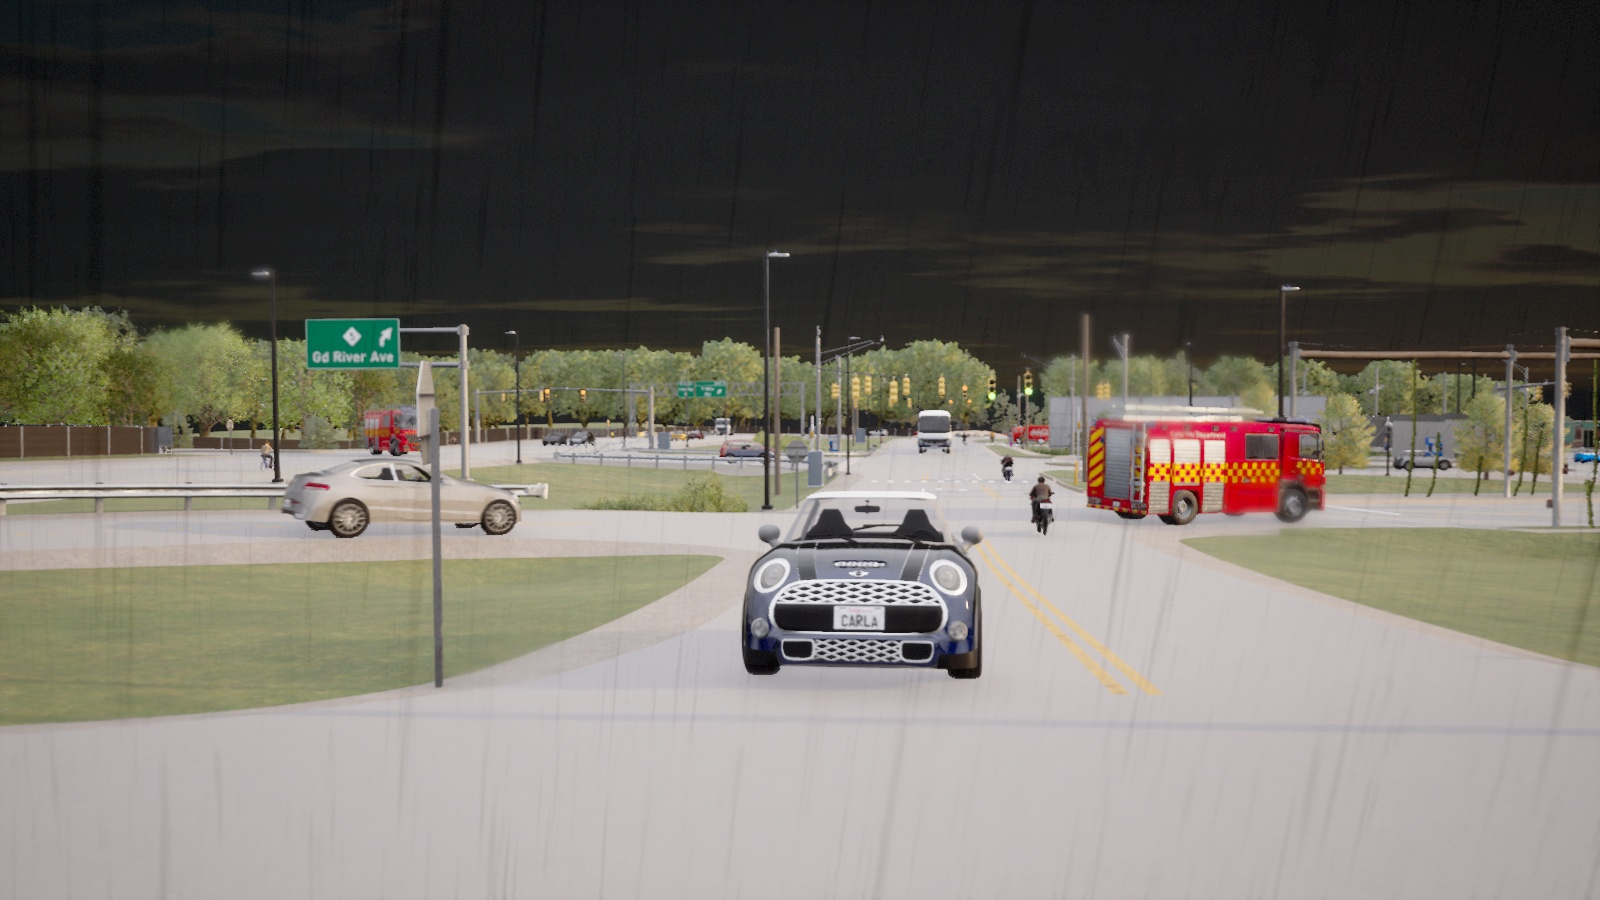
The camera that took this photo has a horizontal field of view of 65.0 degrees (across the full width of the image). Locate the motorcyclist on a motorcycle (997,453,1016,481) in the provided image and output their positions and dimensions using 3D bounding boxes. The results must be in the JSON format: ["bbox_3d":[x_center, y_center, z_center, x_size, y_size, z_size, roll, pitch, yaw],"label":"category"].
[{"bbox_3d":[11.585,0.940,70.498,0.866,1.530,2.191,0,1,5],"label":"motorcyclist on a motorcycle"}]

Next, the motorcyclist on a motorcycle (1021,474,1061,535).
[{"bbox_3d":[6.371,1.420,33.278,0.797,1.523,2.044,0,0,5],"label":"motorcyclist on a motorcycle"}]

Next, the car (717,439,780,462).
[{"bbox_3d":[-3.884,0.033,95.276,4.611,1.667,2.242,0,1,4],"label":"car"}]

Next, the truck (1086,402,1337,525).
[{"bbox_3d":[14.037,0.390,42.614,8.468,3.827,2.891,0,2,-28],"label":"truck"}]

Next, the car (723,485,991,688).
[{"bbox_3d":[0.626,1.058,11.150,1.970,1.475,3.806,0,-2,7],"label":"car"}]

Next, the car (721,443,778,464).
[{"bbox_3d":[-3.642,0.262,91.500,3.806,1.475,1.970,0,1,9],"label":"car"}]

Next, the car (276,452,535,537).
[{"bbox_3d":[-8.694,0.946,27.857,5.027,1.651,2.152,1,1,-36],"label":"car"}]
